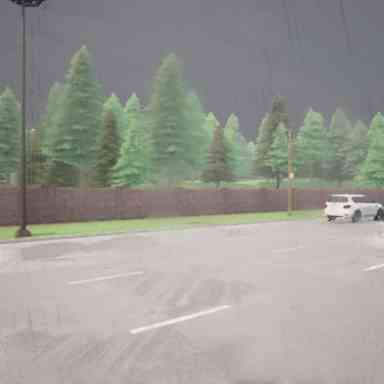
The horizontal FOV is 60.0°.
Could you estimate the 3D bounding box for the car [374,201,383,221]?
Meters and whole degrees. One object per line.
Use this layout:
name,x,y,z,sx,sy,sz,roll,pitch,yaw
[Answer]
car,15.129,1.477,23.120,4.902,1.511,2.128,0,0,-35

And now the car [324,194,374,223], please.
car,12.468,1.208,25.522,5.566,2.045,2.150,0,0,-35
